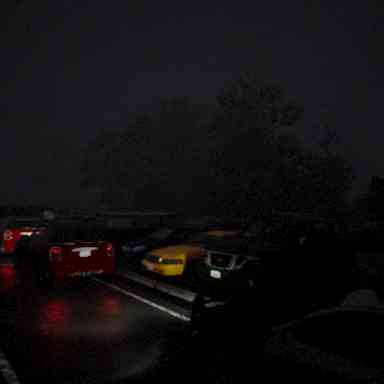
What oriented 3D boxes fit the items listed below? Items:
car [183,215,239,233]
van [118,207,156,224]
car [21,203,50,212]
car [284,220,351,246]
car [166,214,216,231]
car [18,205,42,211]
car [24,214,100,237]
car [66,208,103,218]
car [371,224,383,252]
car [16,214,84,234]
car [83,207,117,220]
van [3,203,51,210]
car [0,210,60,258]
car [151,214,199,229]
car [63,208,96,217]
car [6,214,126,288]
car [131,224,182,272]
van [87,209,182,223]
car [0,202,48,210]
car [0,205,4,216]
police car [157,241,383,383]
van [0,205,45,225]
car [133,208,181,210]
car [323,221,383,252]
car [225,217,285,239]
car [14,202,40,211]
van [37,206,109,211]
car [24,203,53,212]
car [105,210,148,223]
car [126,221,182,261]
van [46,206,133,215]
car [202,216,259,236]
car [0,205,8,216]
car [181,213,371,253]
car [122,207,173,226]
[{"bbox_3d":[1.866,2.990,31.724,5.366,1.575,1.946,3,-3,-39],"label":"car"},{"bbox_3d":[-6.981,3.003,42.426,4.442,1.987,1.878,3,-3,-39],"label":"van"},{"bbox_3d":[-37.080,3.660,78.928,5.566,2.045,2.435,3,-3,-39],"label":"car"},{"bbox_3d":[8.767,2.743,23.025,5.008,1.535,2.097,3,-3,-39],"label":"car"},{"bbox_3d":[-0.058,3.070,33.730,4.792,1.488,2.163,3,-3,-39],"label":"car"},{"bbox_3d":[-40.597,4.000,83.239,5.008,1.535,2.097,3,-3,-39],"label":"car"},{"bbox_3d":[-9.697,2.466,24.972,4.792,1.488,2.163,3,-3,-39],"label":"car"},{"bbox_3d":[-17.774,3.455,55.105,5.366,1.575,1.946,3,-3,-39],"label":"car"},{"bbox_3d":[12.288,2.620,18.734,4.892,1.521,2.231,3,-3,-39],"label":"car"},{"bbox_3d":[-11.502,2.527,27.122,4.674,1.452,2.002,3,-3,-39],"label":"car"},{"bbox_3d":[-14.086,3.261,50.955,4.553,1.767,2.185,3,-3,-39],"label":"car"},{"bbox_3d":[-14.959,2.362,31.547,4.442,1.987,1.878,3,-3,-39],"label":"van"},{"bbox_3d":[-8.102,1.893,15.517,2.097,1.767,4.553,3,-3,-39],"label":"car"},{"bbox_3d":[-1.777,3.121,35.919,4.792,1.488,2.163,3,-3,-39],"label":"car"},{"bbox_3d":[-19.387,3.508,57.374,4.892,1.521,2.231,3,-3,-39],"label":"car"},{"bbox_3d":[-4.300,1.769,10.867,2.097,1.767,4.553,3,-3,-39],"label":"car"},{"bbox_3d":[0.802,2.058,11.833,5.366,1.575,1.946,3,-3,-39],"label":"car"},{"bbox_3d":[-2.514,1.975,16.368,4.442,1.987,1.878,3,-3,-39],"label":"van"},{"bbox_3d":[-16.846,2.371,33.623,5.566,2.045,2.435,3,-3,-39],"label":"car"},{"bbox_3d":[-32.842,2.864,53.129,4.553,1.767,2.185,3,-3,-39],"label":"car"},{"bbox_3d":[1.947,1.629,3.223,1.930,1.638,5.238,3,-3,-39],"label":"police car"},{"bbox_3d":[-18.512,2.444,35.882,4.442,1.987,1.878,3,-3,-39],"label":"van"},{"bbox_3d":[-3.573,2.885,38.041,5.566,2.045,2.435,3,-3,-39],"label":"car"},{"bbox_3d":[10.527,2.681,20.879,5.008,1.535,2.097,3,-3,-39],"label":"car"},{"bbox_3d":[5.240,2.868,27.309,4.892,1.521,2.231,3,-3,-39],"label":"car"},{"bbox_3d":[-42.375,3.793,85.390,5.566,2.045,2.435,3,-3,-39],"label":"car"},{"bbox_3d":[-7.847,2.158,22.871,4.442,1.987,1.878,3,-3,-39],"label":"van"},{"bbox_3d":[-35.392,3.622,76.869,5.566,2.045,2.435,3,-3,-39],"label":"car"},{"bbox_3d":[-8.691,3.269,44.606,5.366,1.575,1.946,3,-3,-39],"label":"car"},{"bbox_3d":[-0.831,2.173,14.117,4.674,1.452,2.002,3,-3,-39],"label":"car"},{"bbox_3d":[-6.251,2.089,20.558,4.442,1.987,1.878,3,-3,-39],"label":"van"},{"bbox_3d":[3.479,2.927,29.457,5.008,1.535,2.097,3,-3,-39],"label":"car"},{"bbox_3d":[-31.065,2.823,50.961,4.553,1.767,2.185,3,-3,-39],"label":"car"},{"bbox_3d":[2.706,1.755,9.776,5.566,2.045,2.435,3,-3,-39],"label":"car"},{"bbox_3d":[-5.289,2.933,40.224,5.566,2.045,2.435,3,-3,-39],"label":"car"}]
